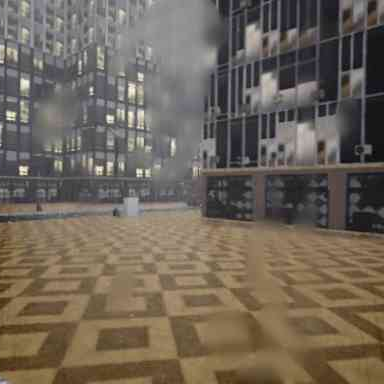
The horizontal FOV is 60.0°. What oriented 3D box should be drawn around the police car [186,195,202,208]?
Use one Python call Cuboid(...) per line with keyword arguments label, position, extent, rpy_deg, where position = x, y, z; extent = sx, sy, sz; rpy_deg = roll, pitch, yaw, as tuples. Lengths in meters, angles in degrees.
Cuboid(label="police car", position=(1.408, 1.178, 44.016), extent=(1.930, 1.638, 5.238), rpy_deg=(1, 1, 44))
